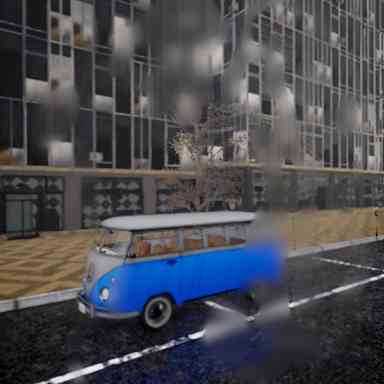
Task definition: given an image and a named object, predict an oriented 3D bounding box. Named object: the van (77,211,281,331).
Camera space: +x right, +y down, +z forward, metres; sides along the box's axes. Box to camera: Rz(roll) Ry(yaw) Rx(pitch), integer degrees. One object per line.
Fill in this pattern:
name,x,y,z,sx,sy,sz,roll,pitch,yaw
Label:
van,-0.043,1.312,6.526,3.998,1.788,1.690,-1,0,-35
